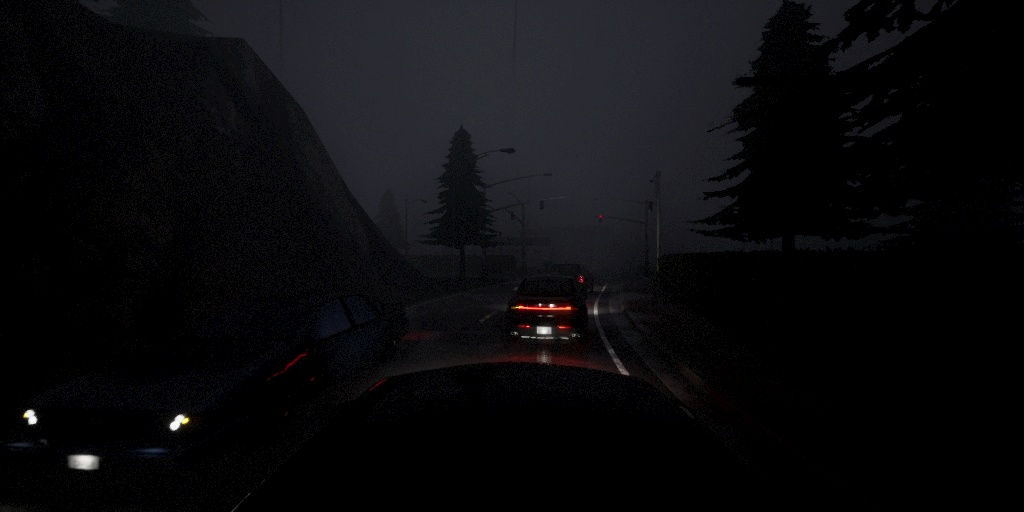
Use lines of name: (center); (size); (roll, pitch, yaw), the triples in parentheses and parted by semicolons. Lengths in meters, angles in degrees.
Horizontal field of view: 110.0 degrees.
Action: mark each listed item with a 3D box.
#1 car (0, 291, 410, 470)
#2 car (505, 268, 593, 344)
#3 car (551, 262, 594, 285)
car: (-3.304, 1.297, 5.585); (2.033, 1.411, 5.357); (0, 0, 4)
car: (1.020, 1.255, 9.637); (1.837, 1.490, 4.892); (0, 0, 9)
car: (3.022, 1.102, 18.558); (2.097, 1.767, 4.553); (0, 0, 17)
